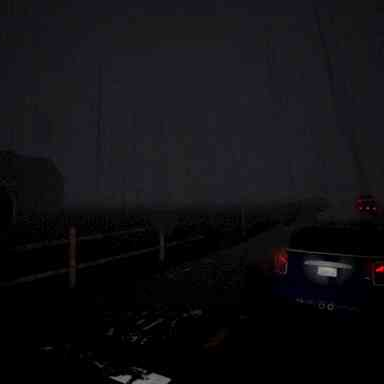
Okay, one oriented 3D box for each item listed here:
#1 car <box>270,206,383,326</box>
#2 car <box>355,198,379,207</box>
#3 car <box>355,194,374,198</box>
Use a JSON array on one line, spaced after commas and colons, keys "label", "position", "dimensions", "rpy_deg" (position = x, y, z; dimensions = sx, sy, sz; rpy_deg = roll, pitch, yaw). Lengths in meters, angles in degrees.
[{"label": "car", "position": [3.336, 1.358, 7.425], "dimensions": [2.097, 1.767, 4.553], "rpy_deg": [0, 0, 30]}, {"label": "car", "position": [17.790, 1.589, 33.676], "dimensions": [2.033, 1.411, 5.357], "rpy_deg": [0, 0, 28]}, {"label": "car", "position": [22.408, 1.286, 43.006], "dimensions": [2.150, 2.045, 5.566], "rpy_deg": [0, 0, 26]}]
